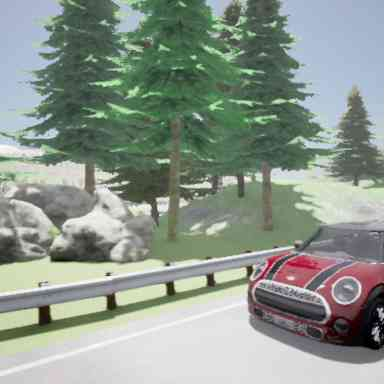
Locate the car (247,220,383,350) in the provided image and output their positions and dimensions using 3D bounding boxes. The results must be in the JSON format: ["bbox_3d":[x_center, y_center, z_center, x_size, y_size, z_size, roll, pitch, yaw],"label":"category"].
[{"bbox_3d":[3.169,1.388,6.434,4.553,1.767,2.097,0,-1,-38],"label":"car"}]
